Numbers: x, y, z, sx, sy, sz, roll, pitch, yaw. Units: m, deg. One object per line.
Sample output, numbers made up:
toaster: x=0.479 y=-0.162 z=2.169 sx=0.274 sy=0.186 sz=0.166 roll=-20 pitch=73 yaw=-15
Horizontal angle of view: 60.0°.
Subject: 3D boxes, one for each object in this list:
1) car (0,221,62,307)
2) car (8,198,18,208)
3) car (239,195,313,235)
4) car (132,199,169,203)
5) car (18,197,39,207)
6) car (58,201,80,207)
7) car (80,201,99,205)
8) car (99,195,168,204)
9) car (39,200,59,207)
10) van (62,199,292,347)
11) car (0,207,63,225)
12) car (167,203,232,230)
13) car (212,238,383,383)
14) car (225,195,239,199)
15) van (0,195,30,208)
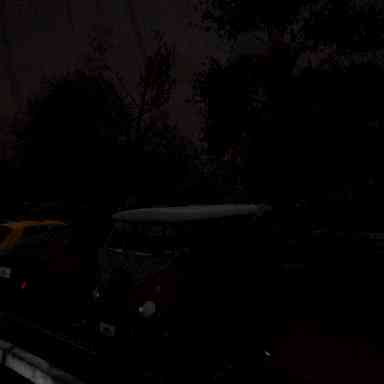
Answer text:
car: x=-2.054 y=1.508 z=7.966 sx=2.163 sy=1.488 sz=4.792 roll=0 pitch=0 yaw=35
car: x=-15.213 y=1.595 z=33.215 sx=2.002 sy=1.452 sz=4.674 roll=0 pitch=0 yaw=35
car: x=5.153 y=1.228 z=18.818 sx=2.435 sy=2.045 sz=5.566 roll=0 pitch=0 yaw=35
car: x=-1.559 y=1.493 z=23.580 sx=2.097 sy=1.535 sz=5.008 roll=0 pitch=0 yaw=35
car: x=-13.043 y=1.541 z=31.460 sx=1.946 sy=1.575 sz=5.366 roll=0 pitch=0 yaw=35
car: x=-8.401 y=1.551 z=28.376 sx=2.163 sy=1.488 sz=4.792 roll=0 pitch=0 yaw=35
car: x=-6.091 y=1.539 z=26.818 sx=2.163 sy=1.488 sz=4.792 roll=0 pitch=0 yaw=35
car: x=-3.850 y=1.249 z=25.168 sx=2.435 sy=2.045 sz=5.566 roll=0 pitch=0 yaw=35
car: x=-10.663 y=1.532 z=30.000 sx=2.097 sy=1.535 sz=5.008 roll=0 pitch=0 yaw=35
van: x=0.153 y=1.250 z=6.231 sx=1.878 sy=1.987 sz=4.442 roll=0 pitch=0 yaw=35
car: x=-6.653 y=1.484 z=11.167 sx=2.097 sy=1.535 sz=5.008 roll=0 pitch=0 yaw=35
car: x=0.617 y=1.526 z=22.049 sx=2.002 sy=1.452 sz=4.674 roll=0 pitch=0 yaw=35
car: x=2.494 y=1.503 z=4.687 sx=2.163 sy=1.488 sz=4.792 roll=0 pitch=0 yaw=35
car: x=2.977 y=1.231 z=20.351 sx=2.435 sy=2.045 sz=5.566 roll=0 pitch=0 yaw=35
van: x=-19.697 y=1.352 z=36.527 sx=1.878 sy=1.987 sz=4.442 roll=0 pitch=0 yaw=35
